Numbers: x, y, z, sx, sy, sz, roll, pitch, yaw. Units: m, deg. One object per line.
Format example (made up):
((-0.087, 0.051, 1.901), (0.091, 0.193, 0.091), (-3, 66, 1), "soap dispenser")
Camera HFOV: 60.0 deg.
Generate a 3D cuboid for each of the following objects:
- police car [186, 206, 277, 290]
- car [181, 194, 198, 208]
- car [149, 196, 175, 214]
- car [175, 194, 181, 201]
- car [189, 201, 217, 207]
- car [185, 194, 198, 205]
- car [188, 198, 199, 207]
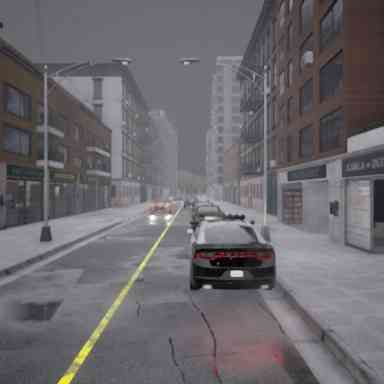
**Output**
((0.888, 1.418, 9.181), (1.930, 1.638, 5.238), (0, 0, 0), "police car")
((-0.054, 1.295, 45.960), (2.097, 1.767, 4.553), (0, 0, 0), "car")
((-3.148, 1.314, 34.405), (2.097, 1.767, 4.553), (0, 0, 0), "car")
((-3.109, 1.213, 74.908), (2.097, 1.767, 4.553), (0, 0, 0), "car")
((0.873, 1.487, 19.071), (1.837, 1.490, 4.892), (0, 0, 0), "car")
((-0.086, 1.271, 59.548), (2.097, 1.767, 4.553), (0, 0, 0), "car")
((0.864, 1.453, 25.071), (1.882, 1.535, 5.008), (0, 0, 0), "car")
